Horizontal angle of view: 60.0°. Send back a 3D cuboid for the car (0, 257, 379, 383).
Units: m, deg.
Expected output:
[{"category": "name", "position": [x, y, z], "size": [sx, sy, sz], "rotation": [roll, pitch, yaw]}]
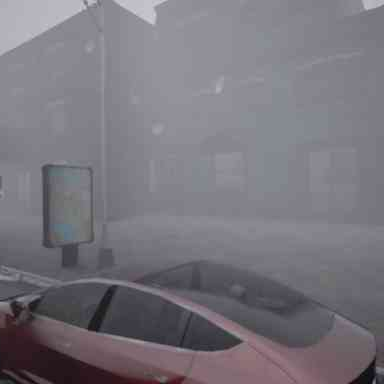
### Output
[{"category": "car", "position": [-0.613, 1.516, 3.754], "size": [4.792, 1.488, 2.163], "rotation": [0, 0, 36]}]
